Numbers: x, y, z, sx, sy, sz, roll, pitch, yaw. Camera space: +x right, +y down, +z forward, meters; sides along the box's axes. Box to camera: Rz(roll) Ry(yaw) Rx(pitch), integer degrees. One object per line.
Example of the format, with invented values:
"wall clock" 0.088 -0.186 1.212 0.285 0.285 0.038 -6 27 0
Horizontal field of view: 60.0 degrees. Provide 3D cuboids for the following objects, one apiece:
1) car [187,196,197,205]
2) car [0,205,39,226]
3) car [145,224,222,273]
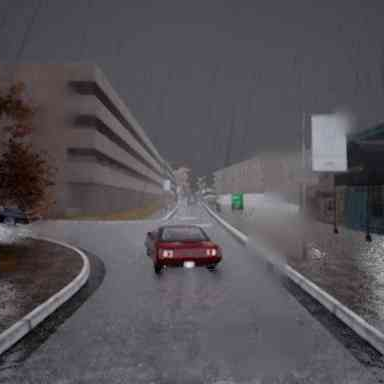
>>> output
"car" 0.003 2.087 70.685 2.033 1.411 5.357 0 0 0
"car" -13.068 1.554 22.494 4.718 1.301 1.895 2 -2 4
"car" -0.525 1.742 11.285 1.895 1.301 4.718 0 -1 -12
